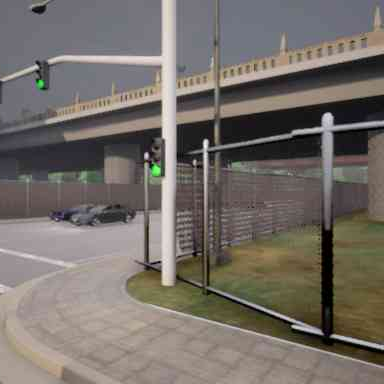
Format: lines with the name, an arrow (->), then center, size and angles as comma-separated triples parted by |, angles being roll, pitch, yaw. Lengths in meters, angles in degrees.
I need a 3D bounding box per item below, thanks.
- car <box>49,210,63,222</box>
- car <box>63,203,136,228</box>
car -> -8.503, 1.651, 25.787 | 1.895, 1.301, 4.718 | 0, 0, 35
car -> -6.079, 1.553, 23.153 | 1.837, 1.490, 4.892 | 0, 1, 35
